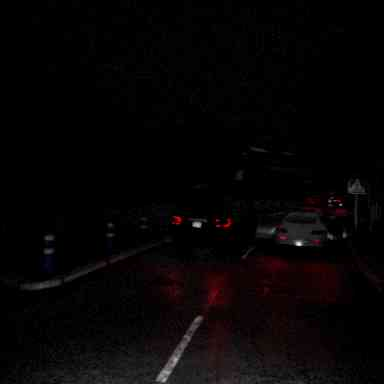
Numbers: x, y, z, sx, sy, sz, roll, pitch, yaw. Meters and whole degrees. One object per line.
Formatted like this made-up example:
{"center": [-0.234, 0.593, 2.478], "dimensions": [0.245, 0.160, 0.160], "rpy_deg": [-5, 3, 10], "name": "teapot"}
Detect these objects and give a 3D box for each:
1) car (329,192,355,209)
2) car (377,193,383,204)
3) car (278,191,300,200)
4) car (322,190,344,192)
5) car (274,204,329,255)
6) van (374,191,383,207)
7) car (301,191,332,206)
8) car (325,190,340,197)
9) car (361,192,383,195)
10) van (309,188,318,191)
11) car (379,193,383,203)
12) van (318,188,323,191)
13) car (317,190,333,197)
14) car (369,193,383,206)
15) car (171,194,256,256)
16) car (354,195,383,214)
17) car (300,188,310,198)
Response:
{"center": [17.776, 1.109, 38.826], "dimensions": [1.837, 1.490, 4.892], "rpy_deg": [2, 2, 33], "name": "car"}
{"center": [29.760, 1.030, 48.375], "dimensions": [4.792, 1.488, 2.163], "rpy_deg": [2, 2, 35], "name": "car"}
{"center": [16.880, 0.587, 58.862], "dimensions": [2.097, 1.535, 5.008], "rpy_deg": [2, 2, 36], "name": "car"}
{"center": [20.274, 0.916, 48.262], "dimensions": [1.837, 1.490, 4.892], "rpy_deg": [2, 2, 35], "name": "car"}
{"center": [4.380, 1.454, 13.244], "dimensions": [1.812, 1.442, 4.674], "rpy_deg": [2, 1, 21], "name": "car"}
{"center": [25.296, 0.897, 41.503], "dimensions": [4.442, 1.987, 1.878], "rpy_deg": [2, 2, 33], "name": "van"}
{"center": [15.157, 1.009, 40.291], "dimensions": [1.882, 1.535, 5.008], "rpy_deg": [2, 2, 33], "name": "car"}
{"center": [34.069, 0.362, 80.574], "dimensions": [2.002, 1.452, 4.674], "rpy_deg": [2, 1, 41], "name": "car"}
{"center": [18.051, 1.158, 30.048], "dimensions": [4.553, 1.767, 2.185], "rpy_deg": [2, 1, 31], "name": "car"}
{"center": [23.413, 0.206, 67.648], "dimensions": [1.878, 1.987, 4.442], "rpy_deg": [2, 2, 38], "name": "van"}
{"center": [31.381, 0.990, 50.570], "dimensions": [4.792, 1.488, 2.163], "rpy_deg": [2, 2, 36], "name": "car"}
{"center": [26.844, 0.145, 71.996], "dimensions": [1.878, 1.987, 4.442], "rpy_deg": [2, 1, 40], "name": "van"}
{"center": [30.465, 0.374, 76.363], "dimensions": [2.002, 1.452, 4.674], "rpy_deg": [2, 1, 40], "name": "car"}
{"center": [26.548, 1.073, 43.954], "dimensions": [5.366, 1.575, 1.946], "rpy_deg": [2, 2, 34], "name": "car"}
{"center": [1.068, 1.084, 12.968], "dimensions": [2.150, 2.045, 5.566], "rpy_deg": [2, 1, 20], "name": "car"}
{"center": [16.580, 1.312, 27.721], "dimensions": [4.892, 1.521, 2.231], "rpy_deg": [2, 1, 31], "name": "car"}
{"center": [20.106, 0.539, 63.308], "dimensions": [2.163, 1.488, 4.792], "rpy_deg": [2, 2, 37], "name": "car"}
